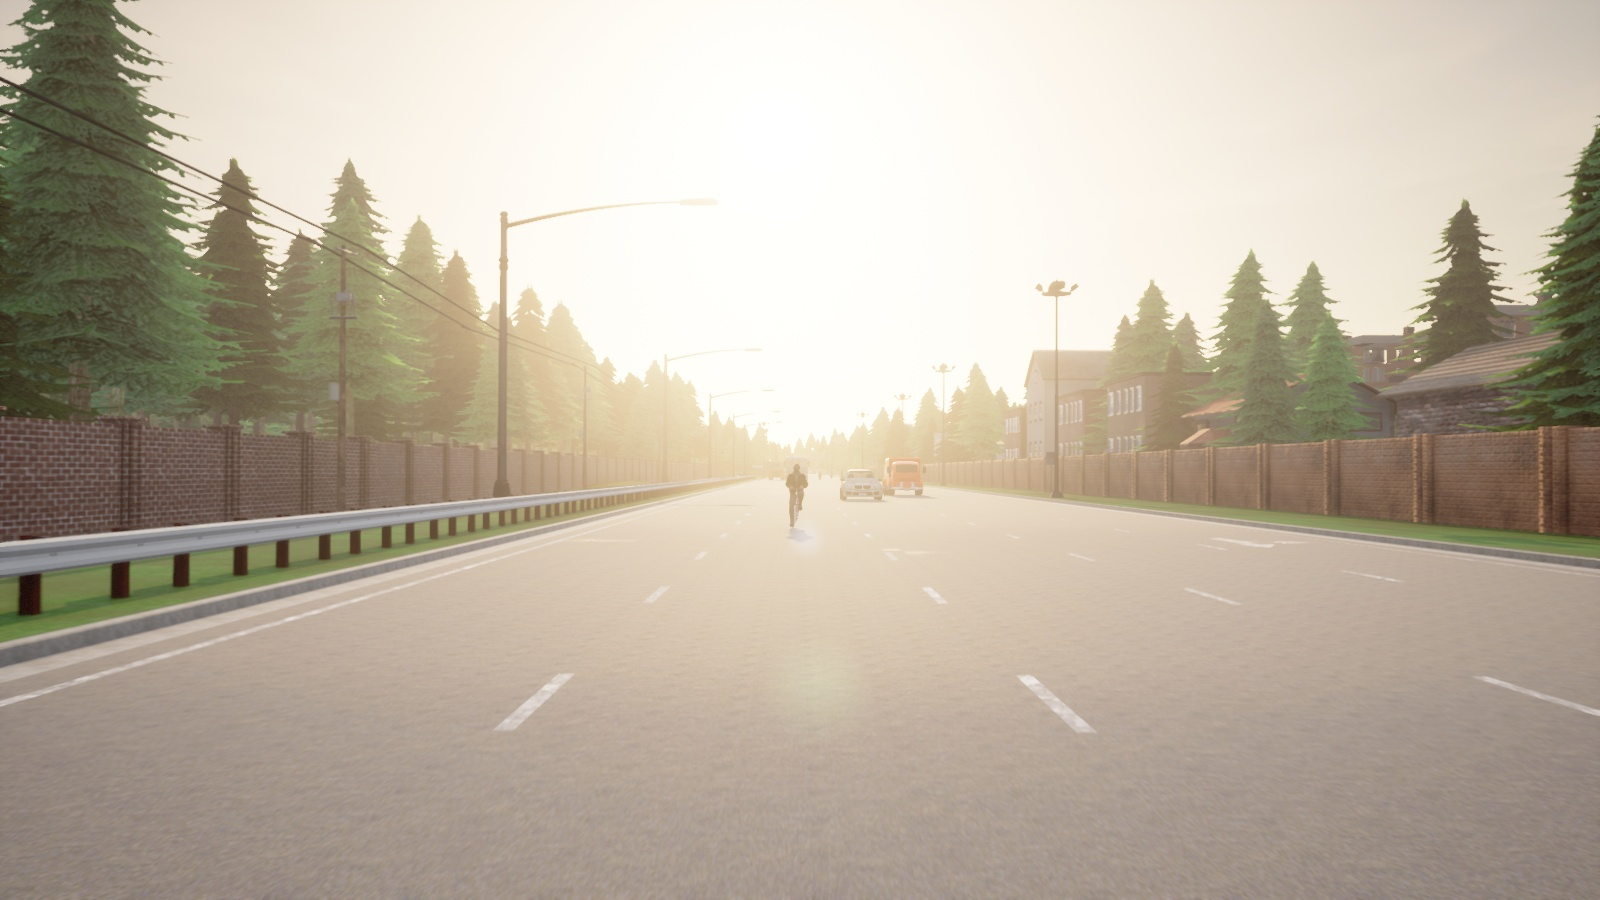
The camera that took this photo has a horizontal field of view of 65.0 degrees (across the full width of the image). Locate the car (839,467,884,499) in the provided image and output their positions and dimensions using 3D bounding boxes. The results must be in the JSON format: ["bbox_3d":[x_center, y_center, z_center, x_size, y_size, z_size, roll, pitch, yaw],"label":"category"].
[{"bbox_3d":[3.329,1.795,68.673,2.242,1.667,4.611,0,-1,0],"label":"car"}]

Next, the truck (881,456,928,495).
[{"bbox_3d":[6.795,1.677,82.228,2.627,2.467,5.204,0,-1,0],"label":"truck"}]
